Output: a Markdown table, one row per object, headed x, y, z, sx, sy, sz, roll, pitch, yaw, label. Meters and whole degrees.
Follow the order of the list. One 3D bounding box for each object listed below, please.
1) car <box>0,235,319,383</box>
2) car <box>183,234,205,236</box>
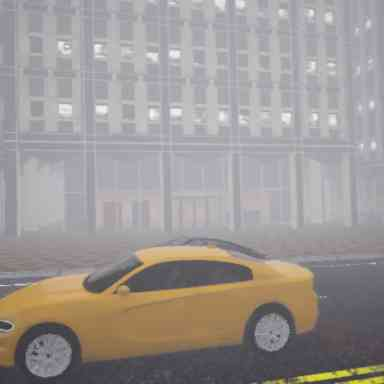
| x | y | z | sx | sy | sz | roll | pitch | yaw | label |
| --- | --- | --- | --- | --- | --- | --- | --- | --- | --- |
| -0.448 | 1.660 | 5.446 | 5.008 | 1.535 | 1.882 | 0 | -2 | -13 | car |
| -0.030 | 1.848 | 8.878 | 4.181 | 1.385 | 1.994 | 0 | -2 | -13 | car |
